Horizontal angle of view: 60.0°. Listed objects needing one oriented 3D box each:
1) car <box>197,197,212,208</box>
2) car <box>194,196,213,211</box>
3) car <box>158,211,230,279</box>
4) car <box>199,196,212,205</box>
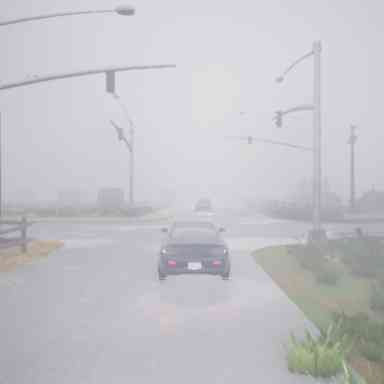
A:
[{"bbox_3d":[1.822,1.455,46.987,2.033,1.411,5.357,0,0,3],"label":"car"},{"bbox_3d":[1.330,1.467,36.837,2.033,1.411,5.357,0,0,3],"label":"car"},{"bbox_3d":[0.036,1.514,9.863,1.812,1.442,4.674,0,0,-1],"label":"car"},{"bbox_3d":[2.369,1.442,57.498,2.033,1.411,5.357,0,0,3],"label":"car"}]
